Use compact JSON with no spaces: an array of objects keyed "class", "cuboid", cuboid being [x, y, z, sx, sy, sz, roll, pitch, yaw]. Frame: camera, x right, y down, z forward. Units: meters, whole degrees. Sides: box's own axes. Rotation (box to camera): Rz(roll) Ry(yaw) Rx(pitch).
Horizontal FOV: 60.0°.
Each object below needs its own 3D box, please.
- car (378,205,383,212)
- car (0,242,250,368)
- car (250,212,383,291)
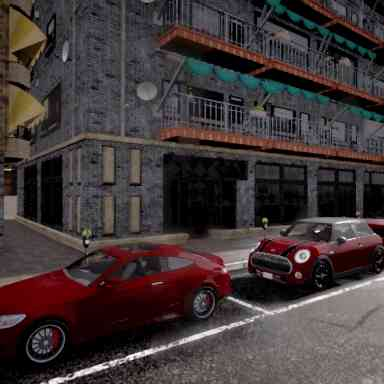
[{"class":"car","cuboid":[8.012,1.322,12.303,5.009,1.841,2.192,0,0,-36]},{"class":"car","cuboid":[-1.196,1.582,5.706,4.206,1.307,1.802,0,0,-36]},{"class":"car","cuboid":[3.407,1.443,9.004,4.097,1.590,1.967,0,0,-36]}]
